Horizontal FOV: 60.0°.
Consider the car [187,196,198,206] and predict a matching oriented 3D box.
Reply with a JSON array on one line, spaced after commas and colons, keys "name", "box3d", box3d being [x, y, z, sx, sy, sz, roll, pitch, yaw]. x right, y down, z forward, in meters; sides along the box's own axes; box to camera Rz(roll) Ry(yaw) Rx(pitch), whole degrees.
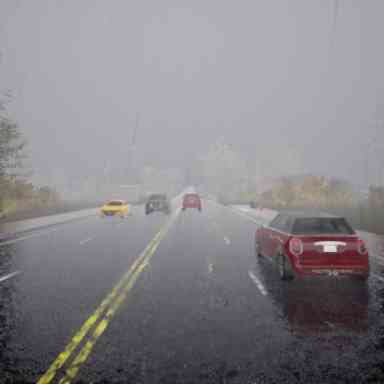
[{"name": "car", "box3d": [0.089, 1.463, 56.062, 1.812, 1.442, 4.674, 0, 0, 0]}]

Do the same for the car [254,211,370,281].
[{"name": "car", "box3d": [3.248, 1.346, 9.945, 2.097, 1.767, 4.553, 0, 0, 0]}]

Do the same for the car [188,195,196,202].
[{"name": "car", "box3d": [-0.015, 1.393, 73.482, 1.882, 1.535, 5.008, 0, 0, 0]}]

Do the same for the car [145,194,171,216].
[{"name": "car", "box3d": [-3.269, 1.194, 33.066, 2.150, 2.045, 5.566, 0, 0, 0]}]

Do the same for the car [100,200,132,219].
[{"name": "car", "box3d": [-6.553, 1.450, 29.001, 1.882, 1.535, 5.008, 0, 0, 0]}]

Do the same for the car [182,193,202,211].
[{"name": "car", "box3d": [-0.010, 1.179, 40.578, 2.150, 2.045, 5.566, 0, 0, 0]}]
